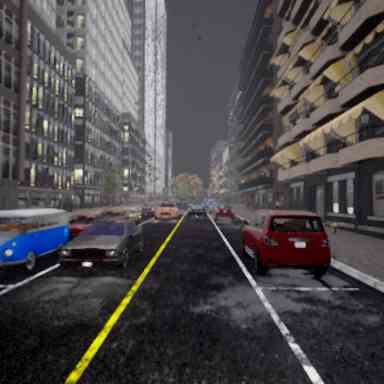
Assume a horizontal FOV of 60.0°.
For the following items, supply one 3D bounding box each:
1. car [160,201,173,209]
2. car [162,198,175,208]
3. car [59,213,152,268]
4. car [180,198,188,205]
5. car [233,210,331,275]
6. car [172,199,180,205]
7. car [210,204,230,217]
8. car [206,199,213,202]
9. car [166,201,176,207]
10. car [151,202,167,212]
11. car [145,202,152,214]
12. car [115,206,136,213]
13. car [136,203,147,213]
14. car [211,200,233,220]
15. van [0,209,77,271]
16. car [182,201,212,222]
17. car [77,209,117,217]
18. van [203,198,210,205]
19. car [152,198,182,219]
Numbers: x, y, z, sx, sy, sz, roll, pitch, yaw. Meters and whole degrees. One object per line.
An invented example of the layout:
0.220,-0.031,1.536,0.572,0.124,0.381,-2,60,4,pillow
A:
-4.790,2.421,62.038,2.008,1.369,4.403,1,-1,1,car
-4.702,2.268,67.697,2.192,1.841,5.009,1,-1,1,car
-2.945,1.709,12.115,2.033,1.411,5.357,0,-1,1,car
-2.012,2.205,68.723,2.150,2.045,5.566,0,-1,1,car
2.846,1.490,11.018,2.192,1.841,5.009,1,-1,1,car
-4.373,2.721,90.320,1.967,1.590,4.097,1,-1,1,car
3.257,2.150,39.295,1.947,1.339,4.313,1,-1,1,car
3.426,2.276,50.779,1.752,1.417,4.829,1,-1,1,car
-4.625,2.601,73.349,1.947,1.339,4.313,1,-1,1,car
-4.956,2.251,50.726,1.887,1.381,4.507,1,-1,1,car
-5.120,1.983,39.414,1.967,1.590,4.097,1,-1,1,car
-5.371,1.842,22.445,1.887,1.381,4.507,1,-1,1,car
-5.290,1.902,27.932,1.752,1.417,4.829,1,-1,1,car
3.176,1.943,33.641,1.967,1.590,4.097,1,-1,1,car
-5.533,1.475,11.135,1.690,1.788,3.998,1,-1,1,van
0.504,1.953,31.819,2.128,1.511,4.902,0,-1,1,car
-5.454,1.760,16.789,1.887,1.381,4.507,1,-1,1,car
4.008,2.664,90.204,1.690,1.788,3.998,1,-1,1,van
-2.521,1.834,34.431,2.097,1.767,4.553,0,-1,1,car
